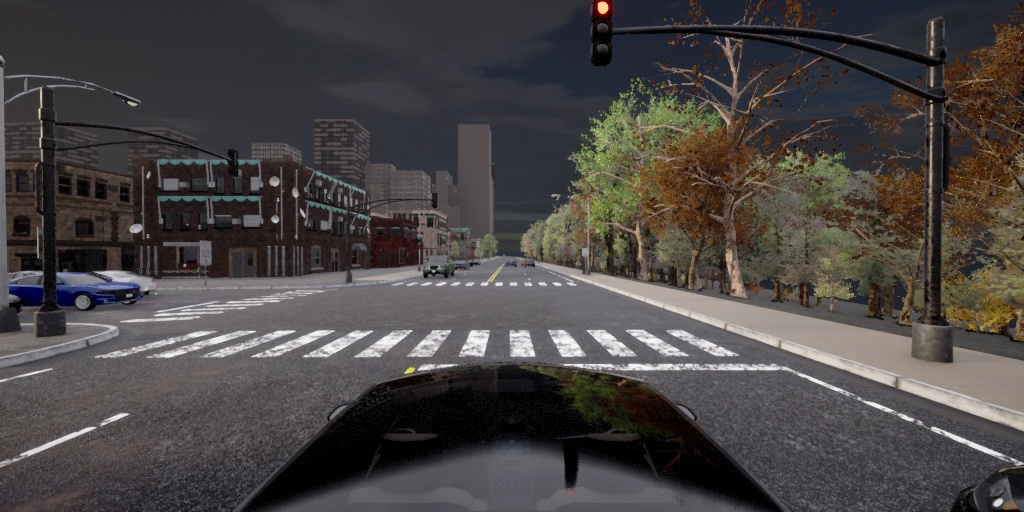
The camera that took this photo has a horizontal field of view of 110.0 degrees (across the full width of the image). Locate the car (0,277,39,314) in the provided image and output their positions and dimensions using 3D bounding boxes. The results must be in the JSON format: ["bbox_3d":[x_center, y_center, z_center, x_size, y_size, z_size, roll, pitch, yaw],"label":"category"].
[{"bbox_3d":[-20.000,1.565,12.480,4.313,1.339,1.948,0,0,0],"label":"car"}]

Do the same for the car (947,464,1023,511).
[{"bbox_3d":[3.364,1.314,0.164,1.994,1.385,4.181,0,0,-1],"label":"car"}]

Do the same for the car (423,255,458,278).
[{"bbox_3d":[-6.759,0.962,33.664,2.150,2.045,5.566,0,0,0],"label":"car"}]

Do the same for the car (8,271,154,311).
[{"bbox_3d":[-18.753,1.435,15.196,5.008,1.535,1.882,-1,1,-1],"label":"car"}]

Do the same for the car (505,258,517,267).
[{"bbox_3d":[-0.214,1.078,63.986,2.097,1.767,4.553,0,0,0],"label":"car"}]

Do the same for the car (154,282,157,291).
[{"bbox_3d":[-20.911,1.476,18.266,4.674,1.442,1.812,0,1,1],"label":"car"}]

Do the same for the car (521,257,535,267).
[{"bbox_3d":[3.041,1.231,63.203,1.837,1.490,4.892,0,0,0],"label":"car"}]

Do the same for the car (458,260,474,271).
[{"bbox_3d":[-6.833,1.281,48.488,2.033,1.411,5.357,0,0,0],"label":"car"}]
